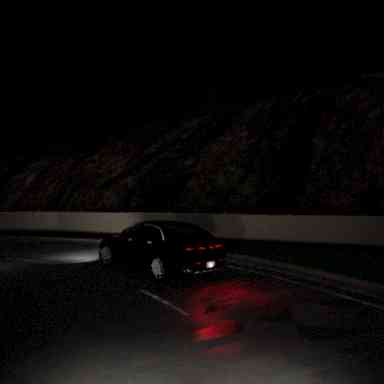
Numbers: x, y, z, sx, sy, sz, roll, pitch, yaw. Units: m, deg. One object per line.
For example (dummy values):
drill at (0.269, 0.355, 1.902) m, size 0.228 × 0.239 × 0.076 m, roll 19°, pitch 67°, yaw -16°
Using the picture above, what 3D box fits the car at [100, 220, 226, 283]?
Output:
car at (-1.126, 1.631, 10.288) m, size 1.837 × 1.490 × 4.892 m, roll 2°, pitch -2°, yaw -41°
